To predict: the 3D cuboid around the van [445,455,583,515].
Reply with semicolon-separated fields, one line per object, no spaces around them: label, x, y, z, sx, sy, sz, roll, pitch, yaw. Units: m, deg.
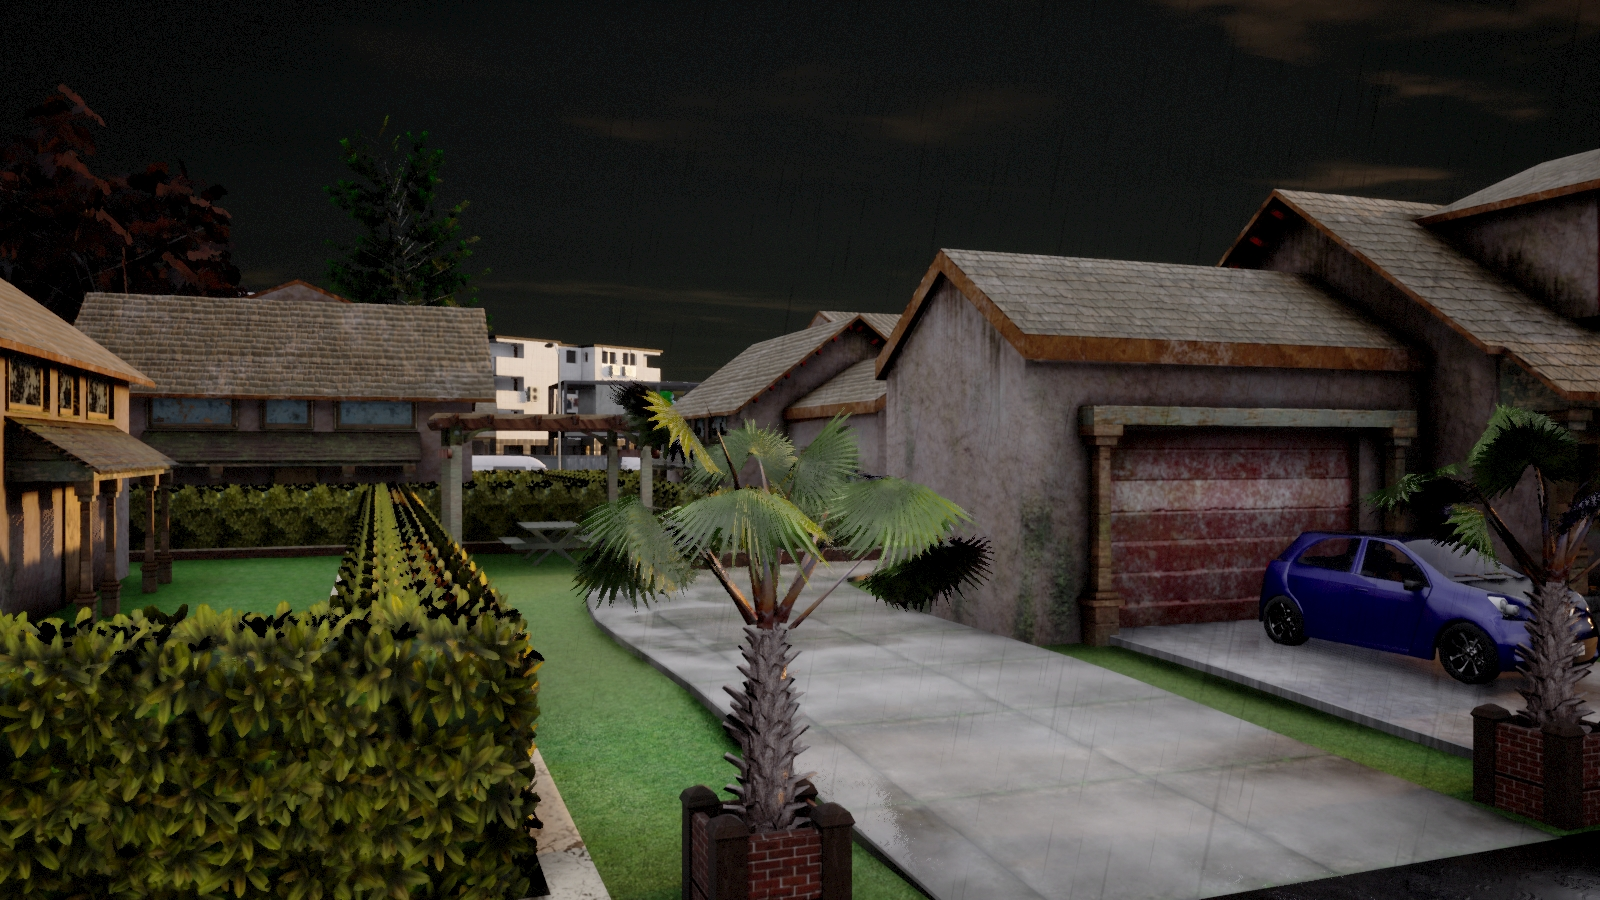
van;-12.965;1.537;51.842;5.915;2.561;1.988;0;0;-20
